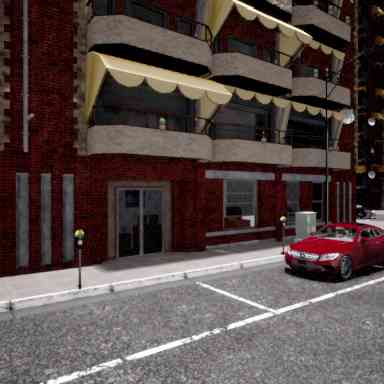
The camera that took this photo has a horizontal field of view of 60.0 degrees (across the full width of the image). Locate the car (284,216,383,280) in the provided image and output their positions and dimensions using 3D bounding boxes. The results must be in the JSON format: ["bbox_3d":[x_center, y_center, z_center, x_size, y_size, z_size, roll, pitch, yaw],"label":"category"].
[{"bbox_3d":[4.569,1.582,9.867,4.206,1.307,1.802,0,0,-35],"label":"car"}]

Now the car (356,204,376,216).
[{"bbox_3d":[15.520,1.806,32.910,2.128,1.511,4.902,0,-1,-36],"label":"car"}]
